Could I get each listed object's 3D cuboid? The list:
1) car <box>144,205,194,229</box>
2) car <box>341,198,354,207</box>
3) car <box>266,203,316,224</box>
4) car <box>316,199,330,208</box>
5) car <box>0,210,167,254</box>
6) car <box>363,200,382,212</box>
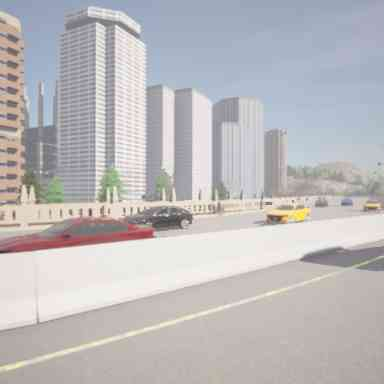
[{"bbox_3d":[-2.050,1.622,20.701,4.892,1.490,1.837,0,0,-43],"label":"car"},{"bbox_3d":[28.040,1.820,60.019,1.882,1.535,5.008,0,0,27],"label":"car"},{"bbox_3d":[7.501,1.625,25.595,1.882,1.535,5.008,0,0,40],"label":"car"},{"bbox_3d":[21.646,1.879,55.191,1.994,1.385,4.181,0,0,27],"label":"car"},{"bbox_3d":[-3.485,1.536,10.344,5.008,1.535,1.882,0,0,-39],"label":"car"},{"bbox_3d":[22.848,1.721,42.174,1.882,1.535,5.008,0,0,28],"label":"car"}]
